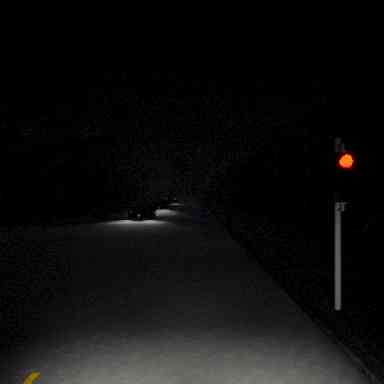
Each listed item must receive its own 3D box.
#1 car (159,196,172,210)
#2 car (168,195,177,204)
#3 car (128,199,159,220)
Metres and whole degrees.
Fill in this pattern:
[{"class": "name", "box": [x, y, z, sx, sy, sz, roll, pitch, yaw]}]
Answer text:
[{"class": "car", "box": [-4.082, 1.601, 43.670, 1.895, 1.301, 4.718, 0, 0, 0]}, {"class": "car", "box": [-3.984, 1.351, 64.756, 2.097, 1.767, 4.553, 0, 0, 0]}, {"class": "car", "box": [-4.098, 1.526, 27.949, 1.812, 1.442, 4.674, 0, 0, 0]}]
